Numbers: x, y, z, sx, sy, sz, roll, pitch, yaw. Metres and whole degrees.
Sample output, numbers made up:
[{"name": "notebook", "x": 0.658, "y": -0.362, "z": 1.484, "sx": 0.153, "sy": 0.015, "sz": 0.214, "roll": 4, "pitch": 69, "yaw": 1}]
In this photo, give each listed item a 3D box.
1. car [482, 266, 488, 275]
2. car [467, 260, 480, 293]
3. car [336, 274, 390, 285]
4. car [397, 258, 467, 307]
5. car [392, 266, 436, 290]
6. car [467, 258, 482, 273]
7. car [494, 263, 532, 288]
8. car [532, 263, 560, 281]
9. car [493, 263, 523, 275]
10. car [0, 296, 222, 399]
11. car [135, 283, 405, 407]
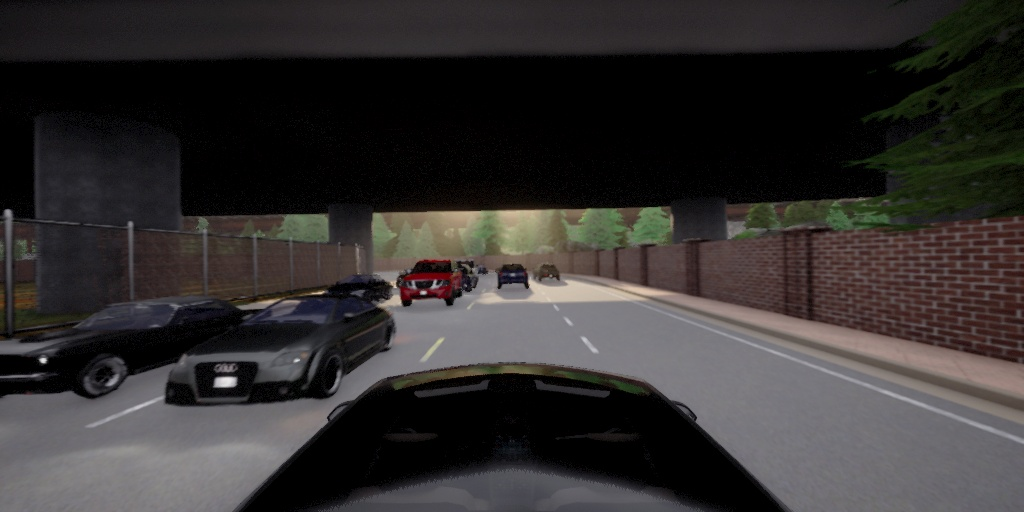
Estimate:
[{"name": "car", "x": -4.841, "y": 1.682, "z": 45.169, "sx": 2.033, "sy": 1.411, "sz": 5.357, "roll": -1, "pitch": 0, "yaw": -29}, {"name": "car", "x": -3.524, "y": 1.366, "z": 22.940, "sx": 2.097, "sy": 1.767, "sz": 4.553, "roll": -1, "pitch": 0, "yaw": 0}, {"name": "car", "x": -7.146, "y": 1.561, "z": 16.970, "sx": 1.994, "sy": 1.385, "sz": 4.181, "roll": -1, "pitch": 0, "yaw": 0}, {"name": "car", "x": -3.658, "y": 1.148, "z": 17.239, "sx": 2.150, "sy": 2.045, "sz": 5.566, "roll": -1, "pitch": 0, "yaw": -2}, {"name": "car", "x": -7.252, "y": 1.556, "z": 27.007, "sx": 2.128, "sy": 1.511, "sz": 4.902, "roll": -1, "pitch": 0, "yaw": -2}, {"name": "car", "x": -3.796, "y": 1.222, "z": 28.057, "sx": 2.150, "sy": 2.045, "sz": 5.566, "roll": -1, "pitch": 0, "yaw": -3}, {"name": "car", "x": -0.007, "y": 1.258, "z": 25.588, "sx": 2.097, "sy": 1.767, "sz": 4.553, "roll": -1, "pitch": 0, "yaw": -2}, {"name": "car", "x": 2.939, "y": 1.392, "z": 31.739, "sx": 1.837, "sy": 1.490, "sz": 4.892, "roll": -1, "pitch": 0, "yaw": -6}, {"name": "car", "x": -0.607, "y": 1.568, "z": 44.395, "sx": 1.812, "sy": 1.442, "sz": 4.674, "roll": -1, "pitch": 0, "yaw": -27}, {"name": "car", "x": -7.121, "y": 1.532, "z": 7.035, "sx": 1.895, "sy": 1.301, "sz": 4.718, "roll": -1, "pitch": 0, "yaw": 0}, {"name": "car", "x": -3.627, "y": 1.420, "z": 6.524, "sx": 1.994, "sy": 1.385, "sz": 4.181, "roll": -1, "pitch": 0, "yaw": 0}]
